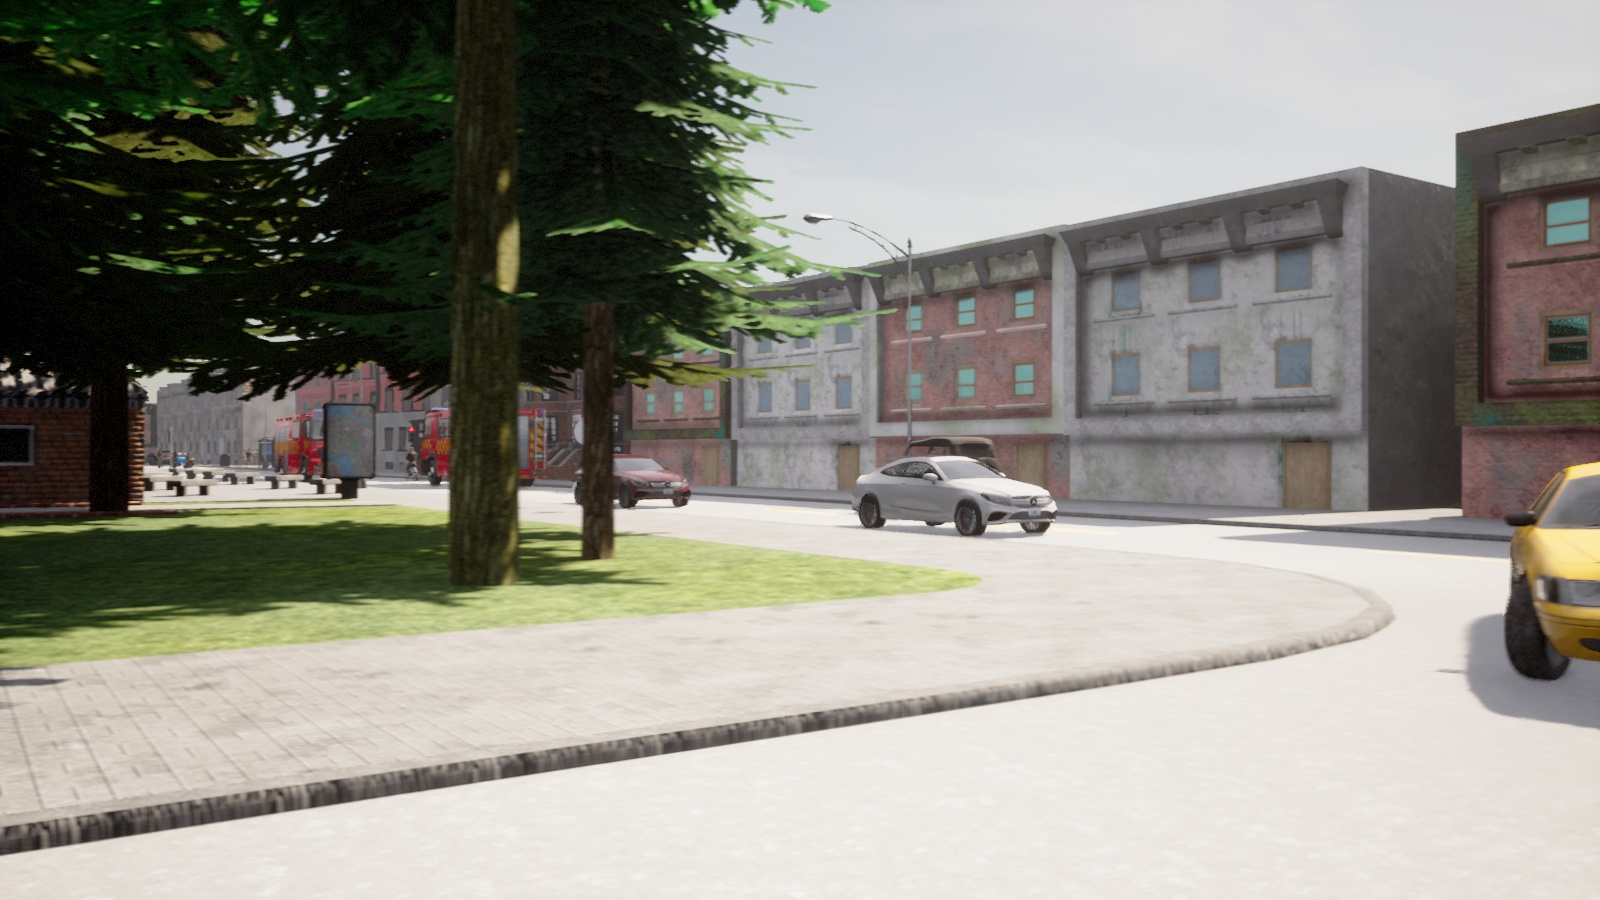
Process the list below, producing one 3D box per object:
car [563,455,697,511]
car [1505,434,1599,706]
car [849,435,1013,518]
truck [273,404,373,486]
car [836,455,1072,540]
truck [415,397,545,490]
[{"bbox_3d":[-4.815,0.867,35.018,1.812,1.442,4.674,0,0,-35],"label":"car"},{"bbox_3d":[6.335,0.695,9.402,1.801,1.575,5.366,0,0,29],"label":"car"},{"bbox_3d":[3.124,0.609,30.532,1.905,1.878,3.866,0,0,-35],"label":"car"},{"bbox_3d":[-24.076,-0.214,63.074,2.891,3.827,8.468,0,0,-34],"label":"truck"},{"bbox_3d":[2.805,0.823,23.933,1.812,1.442,4.674,0,0,-35],"label":"car"},{"bbox_3d":[-14.416,-0.252,56.042,2.891,3.827,8.468,0,0,-35],"label":"truck"}]
